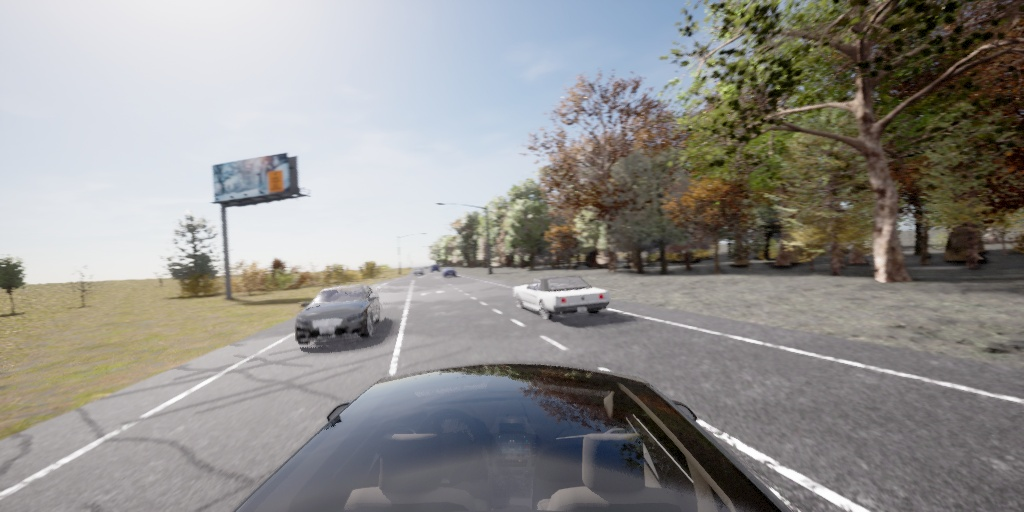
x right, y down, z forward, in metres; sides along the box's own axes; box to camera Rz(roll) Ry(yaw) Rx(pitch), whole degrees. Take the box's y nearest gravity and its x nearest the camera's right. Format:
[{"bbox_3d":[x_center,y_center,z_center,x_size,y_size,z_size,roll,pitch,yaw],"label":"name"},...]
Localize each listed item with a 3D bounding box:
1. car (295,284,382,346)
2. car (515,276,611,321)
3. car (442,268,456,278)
[{"bbox_3d":[-5.371,1.707,11.551,2.128,1.511,4.902,-4,-1,-15],"label":"car"},{"bbox_3d":[1.504,1.361,12.776,1.895,1.301,4.718,-4,-1,-15],"label":"car"},{"bbox_3d":[-9.617,2.490,54.743,1.812,1.442,4.674,-4,-1,-15],"label":"car"}]
